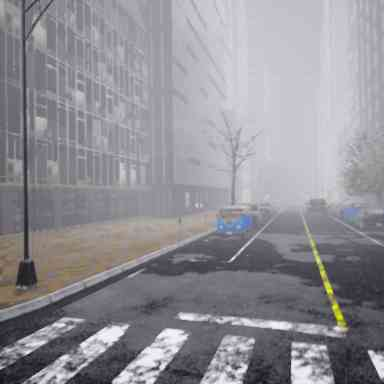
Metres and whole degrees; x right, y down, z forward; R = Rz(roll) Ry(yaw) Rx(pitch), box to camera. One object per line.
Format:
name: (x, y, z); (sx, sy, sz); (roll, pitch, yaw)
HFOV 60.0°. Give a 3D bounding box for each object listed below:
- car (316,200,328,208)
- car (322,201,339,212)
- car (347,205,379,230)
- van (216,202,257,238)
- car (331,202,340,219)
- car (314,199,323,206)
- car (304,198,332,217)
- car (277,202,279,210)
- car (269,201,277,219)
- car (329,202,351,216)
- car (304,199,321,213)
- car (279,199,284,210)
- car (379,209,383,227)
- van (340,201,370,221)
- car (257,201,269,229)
car: (25.881, 2.388, 66.360); (1.947, 1.339, 4.313); (-2, -1, 17)
car: (20.794, 2.163, 50.041); (2.008, 1.369, 4.403); (-2, -1, 17)
car: (12.317, 1.809, 22.845); (2.008, 1.369, 4.403); (-2, -1, 17)
van: (2.619, 1.701, 19.907); (1.690, 1.788, 3.998); (-2, -1, 17)
car: (15.709, 1.967, 33.724); (1.947, 1.339, 4.313); (-2, -1, 17)
car: (30.700, 2.476, 80.771); (1.882, 1.535, 5.008); (-1, -1, 17)
car: (14.337, 1.726, 38.227); (2.150, 2.045, 5.566); (-1, -1, 18)
car: (9.403, 2.086, 41.662); (1.967, 1.590, 4.097); (-2, -1, 17)
car: (7.705, 1.890, 36.225); (2.192, 1.841, 5.009); (-2, -1, 17)
car: (17.454, 1.999, 39.326); (1.752, 1.417, 4.829); (-2, -1, 17)
car: (17.445, 1.988, 48.331); (2.097, 1.767, 4.553); (-1, -1, 17)
car: (14.493, 2.439, 57.977); (1.802, 1.307, 4.206); (-2, -1, 17)
car: (9.214, 1.441, 12.912); (2.192, 1.841, 5.009); (-2, -1, 17)
van: (14.008, 1.671, 28.288); (1.690, 1.788, 3.998); (-2, -1, 17)
car: (4.314, 1.747, 25.346); (2.192, 1.841, 5.009); (-2, -1, 17)
